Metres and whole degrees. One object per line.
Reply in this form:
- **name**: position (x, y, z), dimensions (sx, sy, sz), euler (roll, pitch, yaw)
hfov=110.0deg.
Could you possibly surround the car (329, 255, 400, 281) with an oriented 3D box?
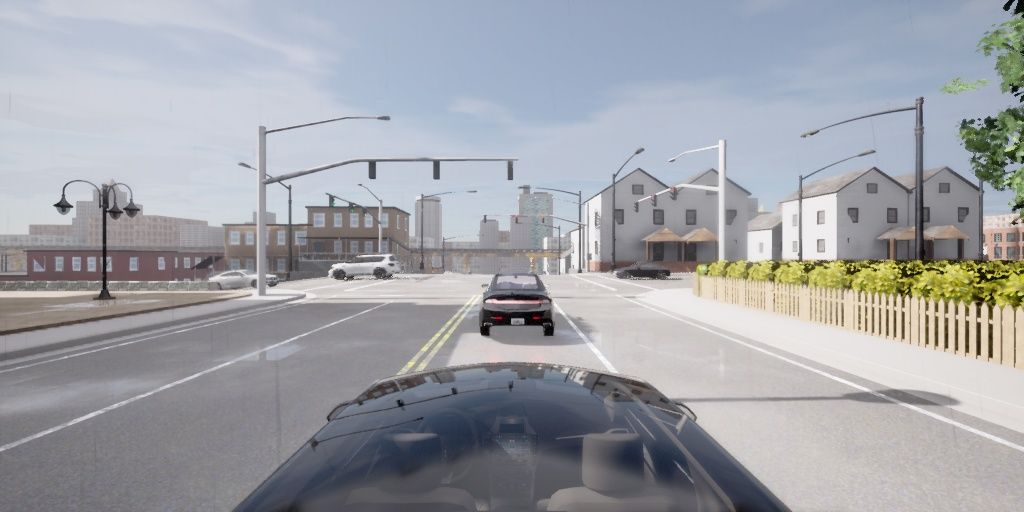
- **car**: position (-12.279, 0.954, 30.066), dimensions (5.566, 2.045, 2.150), euler (-2, 0, -1)

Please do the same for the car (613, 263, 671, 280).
- **car**: position (10.991, 1.276, 30.348), dimensions (4.674, 1.442, 1.812), euler (0, 0, -1)

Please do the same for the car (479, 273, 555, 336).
- **car**: position (0.118, 1.242, 10.394), dimensions (2.128, 1.511, 4.902), euler (0, 0, 0)

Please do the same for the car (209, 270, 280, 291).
- **car**: position (-19.659, 1.742, 26.266), dimensions (4.674, 1.442, 1.812), euler (-4, 0, 1)
